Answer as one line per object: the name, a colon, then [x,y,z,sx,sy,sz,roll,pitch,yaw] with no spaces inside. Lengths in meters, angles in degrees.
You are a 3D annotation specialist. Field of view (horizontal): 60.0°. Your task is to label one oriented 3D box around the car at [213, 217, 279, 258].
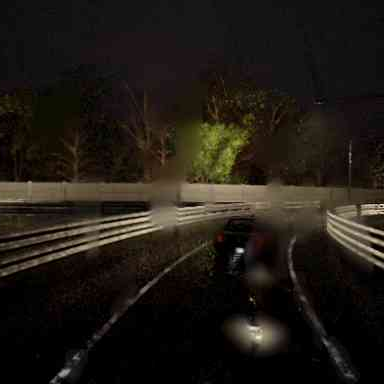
car: [2.314,1.630,13.013,1.895,1.301,4.718,1,0,19]
